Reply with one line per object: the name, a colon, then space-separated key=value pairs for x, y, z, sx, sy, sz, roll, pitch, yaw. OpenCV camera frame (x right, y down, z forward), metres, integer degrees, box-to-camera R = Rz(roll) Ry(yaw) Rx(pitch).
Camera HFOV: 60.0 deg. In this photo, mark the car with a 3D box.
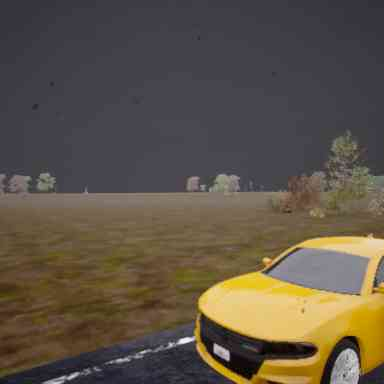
car: x=2.338 y=1.480 z=5.118 sx=5.008 sy=1.535 sz=1.882 roll=0 pitch=0 yaw=-36
